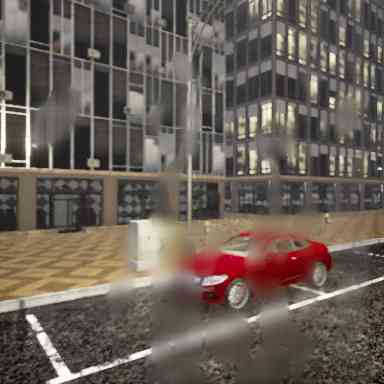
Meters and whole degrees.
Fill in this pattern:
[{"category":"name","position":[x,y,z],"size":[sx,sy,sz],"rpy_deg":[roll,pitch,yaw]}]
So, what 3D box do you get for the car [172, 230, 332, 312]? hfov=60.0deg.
[{"category":"car","position":[1.541,1.574,7.639],"size":[4.206,1.307,1.802],"rpy_deg":[0,0,-35]}]
